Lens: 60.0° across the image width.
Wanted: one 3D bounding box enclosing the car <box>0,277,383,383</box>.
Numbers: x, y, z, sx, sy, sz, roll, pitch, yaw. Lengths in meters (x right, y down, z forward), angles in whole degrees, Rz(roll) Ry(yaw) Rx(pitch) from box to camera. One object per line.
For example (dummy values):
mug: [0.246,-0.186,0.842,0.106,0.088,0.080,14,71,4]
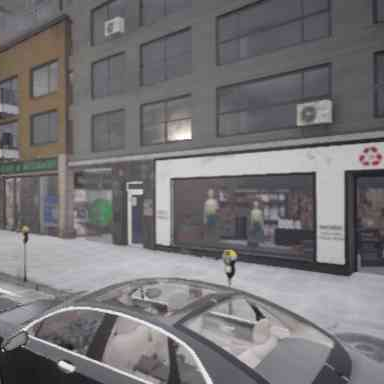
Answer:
car: [-0.498,1.549,3.220,4.403,1.369,2.008,0,0,36]
